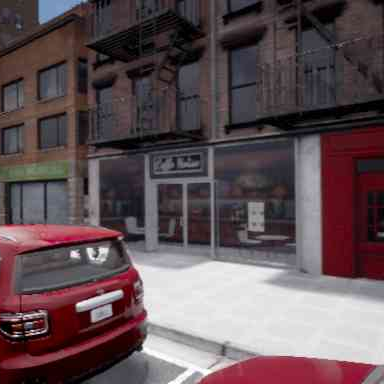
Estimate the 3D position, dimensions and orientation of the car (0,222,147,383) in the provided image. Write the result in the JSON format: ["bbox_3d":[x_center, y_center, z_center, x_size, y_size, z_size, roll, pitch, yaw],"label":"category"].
[{"bbox_3d":[-2.889,1.381,4.871,5.009,1.841,2.192,-1,-1,35],"label":"car"}]

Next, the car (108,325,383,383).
[{"bbox_3d":[1.739,1.574,1.571,4.206,1.307,1.802,-1,-1,35],"label":"car"}]
